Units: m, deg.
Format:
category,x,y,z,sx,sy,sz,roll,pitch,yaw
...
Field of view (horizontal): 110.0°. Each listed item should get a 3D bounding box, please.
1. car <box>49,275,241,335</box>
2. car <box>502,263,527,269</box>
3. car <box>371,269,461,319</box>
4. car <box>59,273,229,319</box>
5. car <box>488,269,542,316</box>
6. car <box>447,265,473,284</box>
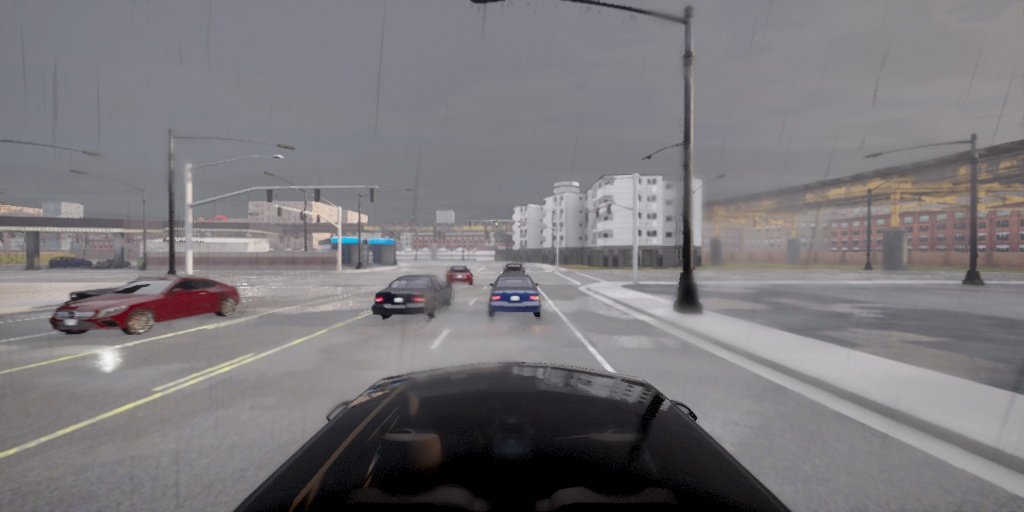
category,x,y,z,sx,sy,sz,roll,pitch,yaw
car,-10.577,1.347,10.934,1.812,1.442,4.674,0,0,0
car,0.230,1.325,30.461,1.837,1.490,4.892,0,0,2
car,-3.412,1.385,13.307,2.033,1.411,5.357,0,0,0
car,-14.060,1.435,14.237,1.895,1.301,4.718,0,0,1
car,0.086,1.390,13.794,2.033,1.411,5.357,0,0,0
car,-4.130,1.404,27.641,1.994,1.385,4.181,0,0,-11
